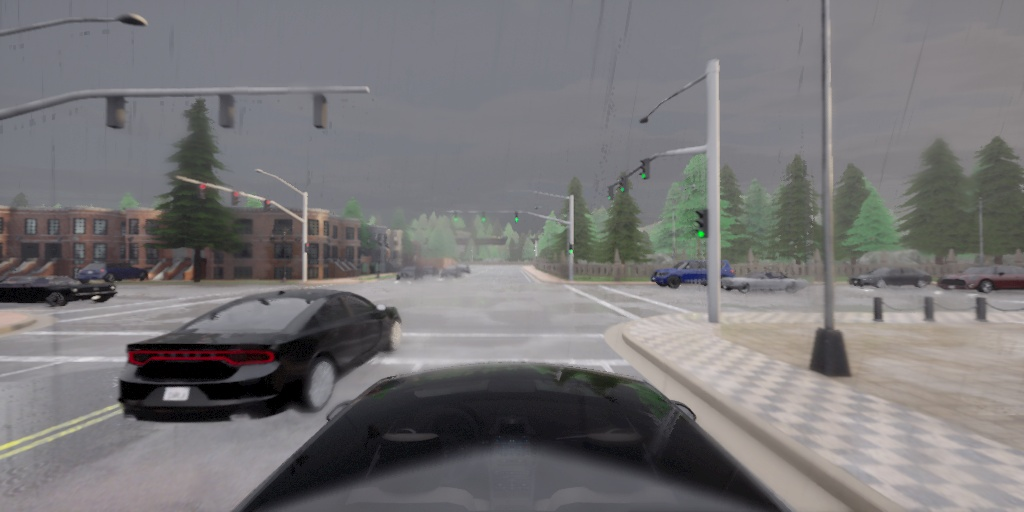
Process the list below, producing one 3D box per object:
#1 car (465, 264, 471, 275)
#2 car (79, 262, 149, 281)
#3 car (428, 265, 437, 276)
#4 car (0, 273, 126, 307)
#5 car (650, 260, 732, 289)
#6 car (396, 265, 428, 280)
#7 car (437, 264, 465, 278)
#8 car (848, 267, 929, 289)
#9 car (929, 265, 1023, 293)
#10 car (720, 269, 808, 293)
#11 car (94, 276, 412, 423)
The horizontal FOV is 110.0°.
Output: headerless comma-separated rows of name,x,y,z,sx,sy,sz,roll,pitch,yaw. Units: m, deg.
car,-7.054,1.936,52.342,1.812,1.442,4.674,0,-1,0
car,-33.891,1.318,30.695,2.097,1.767,4.553,-1,0,-8
car,-10.576,1.890,45.883,1.994,1.385,4.181,0,-1,1
car,-20.649,1.535,15.894,4.718,1.301,1.895,0,-1,0
car,13.060,1.290,26.059,5.566,2.045,2.150,0,-1,0
car,-10.581,1.780,37.480,1.994,1.385,4.181,0,-1,0
car,-7.068,1.802,42.100,1.812,1.442,4.674,0,-1,0
car,27.372,1.569,26.040,4.892,1.490,1.837,-1,-1,0
car,29.850,1.377,22.541,4.553,1.767,2.097,0,-1,-1
car,15.565,1.623,22.552,4.718,1.301,1.895,0,-1,0
car,-3.412,1.285,6.132,1.882,1.535,5.008,0,-1,0
